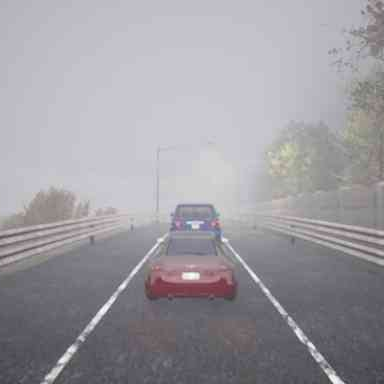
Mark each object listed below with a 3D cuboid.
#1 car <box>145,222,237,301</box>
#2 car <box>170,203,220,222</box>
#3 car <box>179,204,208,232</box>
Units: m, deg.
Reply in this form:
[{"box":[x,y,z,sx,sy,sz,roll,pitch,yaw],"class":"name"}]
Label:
[{"box":[0.012,1.688,8.611,1.994,1.385,4.181,0,-1,1],"class":"car"},{"box":[0.132,1.539,15.408,2.150,2.045,5.566,0,-3,0],"class":"car"},{"box":[0.169,2.087,27.294,2.150,2.045,5.566,0,-3,1],"class":"car"}]
